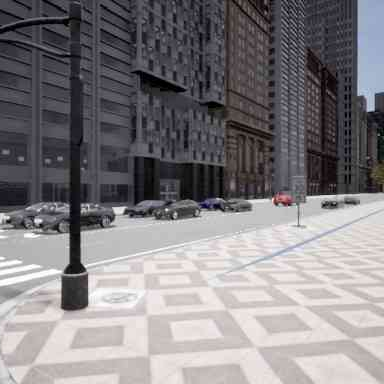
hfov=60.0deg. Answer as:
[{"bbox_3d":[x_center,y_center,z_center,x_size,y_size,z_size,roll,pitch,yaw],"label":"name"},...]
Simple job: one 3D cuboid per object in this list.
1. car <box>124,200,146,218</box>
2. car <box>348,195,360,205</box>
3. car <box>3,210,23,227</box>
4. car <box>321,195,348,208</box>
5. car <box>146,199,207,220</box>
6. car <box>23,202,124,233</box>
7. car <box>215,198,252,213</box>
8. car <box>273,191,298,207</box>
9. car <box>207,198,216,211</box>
[{"bbox_3d":[-3.523,1.405,29.127,2.033,1.411,5.357,0,0,36],"label":"car"},{"bbox_3d":[24.269,1.208,50.691,1.994,1.385,4.181,0,0,36],"label":"car"},{"bbox_3d":[-9.264,1.410,21.143,2.128,1.511,4.902,0,0,37],"label":"car"},{"bbox_3d":[17.680,1.324,41.541,1.895,1.301,4.718,0,0,36],"label":"car"},{"bbox_3d":[-1.124,1.370,26.896,1.837,1.490,4.892,0,0,36],"label":"car"},{"bbox_3d":[-6.650,1.415,19.245,2.128,1.511,4.902,0,0,34],"label":"car"},{"bbox_3d":[4.684,1.365,34.940,1.994,1.385,4.181,0,0,36],"label":"car"},{"bbox_3d":[13.428,0.915,46.936,2.150,2.045,5.566,0,0,36],"label":"car"},{"bbox_3d":[2.332,1.394,37.244,1.895,1.301,4.718,0,0,36],"label":"car"}]
